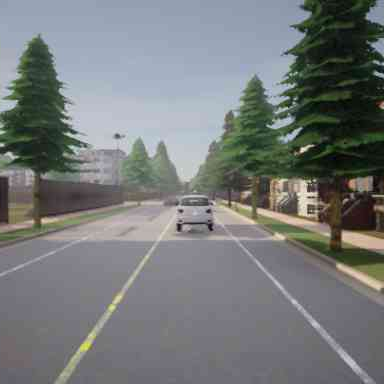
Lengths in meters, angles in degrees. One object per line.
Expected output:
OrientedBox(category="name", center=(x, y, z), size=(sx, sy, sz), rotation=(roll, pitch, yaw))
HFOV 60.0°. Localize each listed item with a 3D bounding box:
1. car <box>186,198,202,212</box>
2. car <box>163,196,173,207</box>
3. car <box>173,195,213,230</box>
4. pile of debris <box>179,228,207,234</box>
OrientedBox(category="car", center=(0.243, 1.531, 39.736), size=(1.812, 1.442, 4.674), rotation=(0, 0, 0))
OrientedBox(category="car", center=(-3.340, 1.355, 51.952), size=(2.097, 1.767, 4.553), rotation=(0, 0, 1))
OrientedBox(category="car", center=(0.174, 1.224, 21.137), size=(2.150, 2.045, 5.566), rotation=(0, 0, 0))
OrientedBox(category="pile of debris", center=(0.065, 2.178, 18.785), size=(1.500, 0.140, 1.860), rotation=(0, 0, 0))
